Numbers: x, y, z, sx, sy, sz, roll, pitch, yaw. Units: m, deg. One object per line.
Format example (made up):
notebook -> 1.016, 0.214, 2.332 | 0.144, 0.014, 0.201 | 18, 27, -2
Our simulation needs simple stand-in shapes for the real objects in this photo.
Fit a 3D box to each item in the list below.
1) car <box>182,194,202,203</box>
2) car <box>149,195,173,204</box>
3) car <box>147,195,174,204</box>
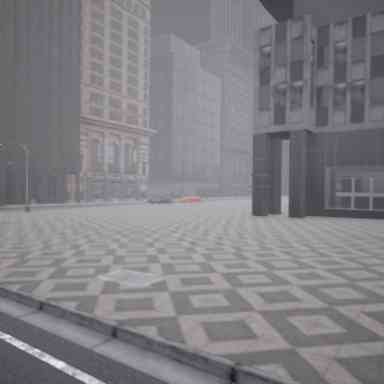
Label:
car -> -0.007, 1.209, 66.429 | 2.097, 1.767, 4.553 | 1, 1, 35
car -> -5.811, 1.342, 63.430 | 1.837, 1.490, 4.892 | 1, 1, 35
car -> -5.541, 1.447, 58.525 | 2.033, 1.411, 5.357 | 1, 1, 36
